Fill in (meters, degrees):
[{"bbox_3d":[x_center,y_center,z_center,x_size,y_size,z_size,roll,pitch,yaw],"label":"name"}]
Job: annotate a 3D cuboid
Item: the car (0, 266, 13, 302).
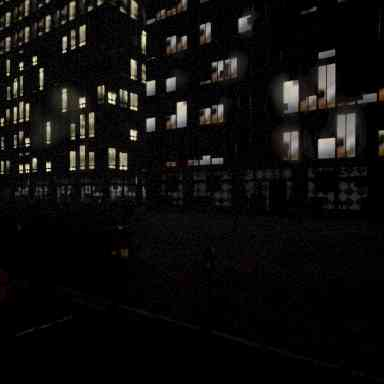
[{"bbox_3d":[-5.544,1.526,6.834,4.829,1.417,1.752,0,0,36],"label":"car"}]
